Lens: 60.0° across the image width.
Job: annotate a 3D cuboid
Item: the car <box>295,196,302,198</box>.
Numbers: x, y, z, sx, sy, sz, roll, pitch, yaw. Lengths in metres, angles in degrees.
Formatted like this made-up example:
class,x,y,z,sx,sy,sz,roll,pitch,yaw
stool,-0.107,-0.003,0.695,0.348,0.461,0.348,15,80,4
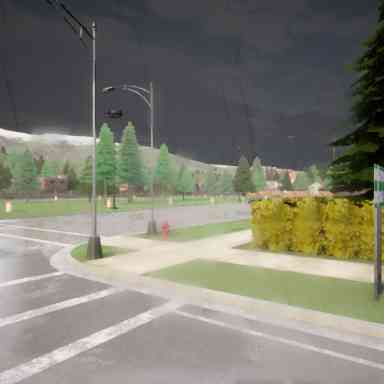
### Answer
class,x,y,z,sx,sy,sz,roll,pitch,yaw
car,18.031,1.564,56.066,1.994,1.385,4.181,0,0,35

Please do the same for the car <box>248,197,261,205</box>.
class,x,y,z,sx,sy,sz,roll,pitch,yaw
car,11.869,1.601,59.495,1.895,1.301,4.718,0,0,36

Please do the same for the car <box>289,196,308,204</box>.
class,x,y,z,sx,sy,sz,roll,pitch,yaw
car,21.428,1.547,66.725,2.033,1.411,5.357,0,0,36

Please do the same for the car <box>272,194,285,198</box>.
class,x,y,z,sx,sy,sz,roll,pitch,yaw
car,15.110,1.526,58.005,1.812,1.442,4.674,0,0,36

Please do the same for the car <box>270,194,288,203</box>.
class,x,y,z,sx,sy,sz,roll,pitch,yaw
car,17.716,1.353,67.566,2.097,1.767,4.553,0,0,36
